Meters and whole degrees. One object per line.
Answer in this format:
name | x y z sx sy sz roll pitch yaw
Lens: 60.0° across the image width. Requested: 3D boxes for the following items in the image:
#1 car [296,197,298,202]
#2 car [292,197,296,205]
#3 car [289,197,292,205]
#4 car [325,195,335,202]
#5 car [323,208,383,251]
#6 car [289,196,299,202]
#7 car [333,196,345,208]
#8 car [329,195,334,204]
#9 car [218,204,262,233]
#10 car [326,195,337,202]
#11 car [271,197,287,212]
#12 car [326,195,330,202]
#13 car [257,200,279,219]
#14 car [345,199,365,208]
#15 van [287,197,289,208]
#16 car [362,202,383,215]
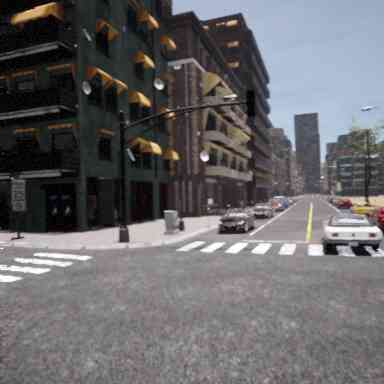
car | 23.621 1.801 78.055 2.008 1.369 4.403 -2 -1 20
car | 17.955 1.656 62.456 1.967 1.590 4.097 -2 -1 20
car | 14.183 1.778 52.052 1.802 1.307 4.206 -2 -1 20
car | 33.383 1.562 80.397 2.008 1.369 4.403 -2 -1 20
car | 6.521 1.572 13.987 1.895 1.301 4.718 -2 -1 20
car | 25.509 1.814 83.256 2.008 1.369 4.403 -2 -1 20
car | 20.169 1.518 43.993 1.802 1.307 4.206 -2 -1 20
car | 24.001 1.479 54.556 1.752 1.417 4.829 -2 -1 20
car | 2.855 1.701 20.849 2.008 1.369 4.403 -2 -1 20
car | 31.492 1.438 75.198 1.967 1.590 4.097 -2 -1 20
car | 10.403 1.620 41.653 1.967 1.590 4.097 -2 -1 20
car | 27.720 1.519 64.797 1.887 1.381 4.507 -2 -1 20
car | 6.631 1.714 31.251 2.008 1.369 4.403 -2 -1 20
car | 14.561 1.437 28.553 1.752 1.417 4.829 -2 -1 20
van | 12.289 1.529 46.855 1.690 1.788 3.998 -2 -1 20
car | 10.728 1.443 17.991 1.887 1.381 4.507 -2 -1 20
